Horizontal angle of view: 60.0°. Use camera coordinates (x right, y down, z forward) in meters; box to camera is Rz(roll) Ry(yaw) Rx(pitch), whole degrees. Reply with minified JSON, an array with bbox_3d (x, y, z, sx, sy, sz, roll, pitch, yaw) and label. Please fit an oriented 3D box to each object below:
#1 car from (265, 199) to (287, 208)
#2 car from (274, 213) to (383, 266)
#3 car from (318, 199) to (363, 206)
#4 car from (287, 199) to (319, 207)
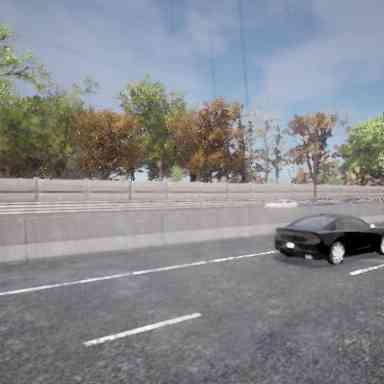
[{"bbox_3d":[10.089,1.554,36.976,4.674,1.442,1.812,0,0,-35],"label":"car"},{"bbox_3d":[5.043,1.483,11.651,5.008,1.535,1.882,0,0,-35],"label":"car"},{"bbox_3d":[14.657,1.521,31.636,4.902,1.511,2.128,0,0,-35],"label":"car"},{"bbox_3d":[12.597,1.521,34.464,4.902,1.511,2.128,0,0,-35],"label":"car"}]
